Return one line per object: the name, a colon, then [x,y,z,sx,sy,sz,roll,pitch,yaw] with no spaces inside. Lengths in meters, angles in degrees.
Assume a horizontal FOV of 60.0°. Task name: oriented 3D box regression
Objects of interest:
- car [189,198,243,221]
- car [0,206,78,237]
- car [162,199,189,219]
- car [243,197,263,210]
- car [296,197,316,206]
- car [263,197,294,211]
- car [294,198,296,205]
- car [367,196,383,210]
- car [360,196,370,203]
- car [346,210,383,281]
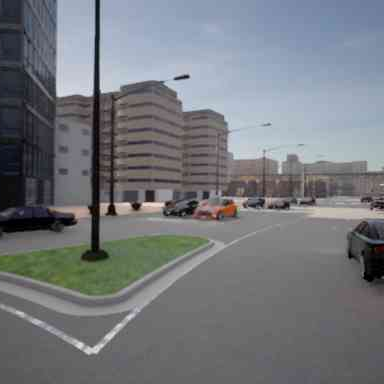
car: [1.998,1.312,26.579,2.097,1.767,4.553,1,0,31]
car: [-8.538,1.420,16.885,2.033,1.411,5.357,1,0,38]
car: [-0.677,1.429,28.932,1.837,1.490,4.892,1,1,31]
car: [8.210,1.489,43.918,1.837,1.490,4.892,1,0,31]
car: [19.570,1.551,56.156,1.882,1.535,5.008,1,0,31]
car: [10.877,1.581,41.562,1.994,1.385,4.181,1,0,31]
car: [17.509,1.592,59.497,2.033,1.411,5.357,1,0,31]
car: [24.281,1.656,43.223,1.837,1.490,4.892,1,0,31]
car: [40.353,1.739,77.459,1.837,1.490,4.892,1,0,31]
car: [5.729,1.514,9.646,1.882,1.535,5.008,0,0,18]
